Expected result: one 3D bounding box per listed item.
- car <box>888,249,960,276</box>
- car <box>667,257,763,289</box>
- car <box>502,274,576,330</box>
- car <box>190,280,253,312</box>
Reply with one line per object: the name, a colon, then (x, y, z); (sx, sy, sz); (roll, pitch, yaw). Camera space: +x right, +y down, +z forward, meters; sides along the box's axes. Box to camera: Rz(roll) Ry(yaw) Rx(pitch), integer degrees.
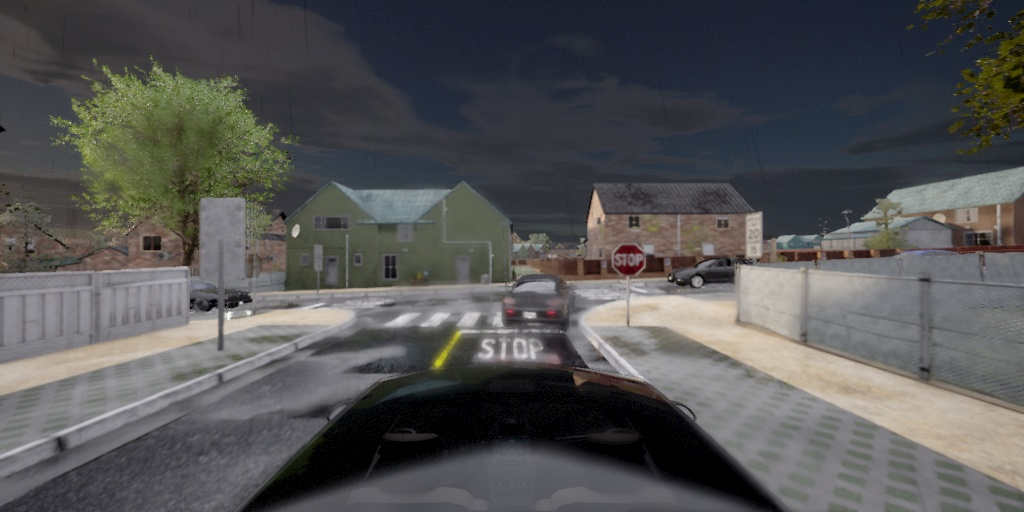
car: (20.994, 0.443, 18.668); (5.008, 1.535, 1.882); (-2, -1, 0)
car: (10.695, 0.841, 18.749); (4.892, 1.490, 1.837); (-2, -1, 0)
car: (0.936, 1.275, 11.125); (1.812, 1.442, 4.674); (0, 1, 12)
car: (-14.732, 1.801, 15.996); (5.357, 1.411, 2.033); (-2, -1, 0)
